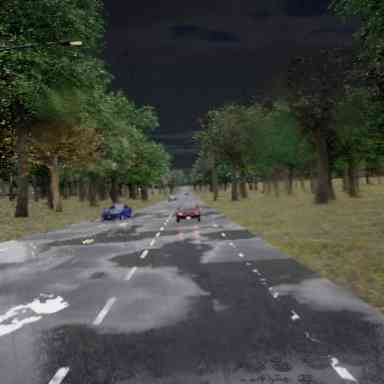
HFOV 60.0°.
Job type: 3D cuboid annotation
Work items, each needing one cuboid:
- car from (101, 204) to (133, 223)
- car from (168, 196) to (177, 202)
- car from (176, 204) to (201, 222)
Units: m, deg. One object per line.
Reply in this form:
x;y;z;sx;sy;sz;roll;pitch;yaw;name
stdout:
-6.794;1.843;30.380;1.882;1.535;5.008;-3;0;4;car
-4.558;1.551;76.938;1.812;1.442;4.674;-3;0;-1;car
-0.311;1.648;27.281;1.895;1.301;4.718;-3;0;-1;car
